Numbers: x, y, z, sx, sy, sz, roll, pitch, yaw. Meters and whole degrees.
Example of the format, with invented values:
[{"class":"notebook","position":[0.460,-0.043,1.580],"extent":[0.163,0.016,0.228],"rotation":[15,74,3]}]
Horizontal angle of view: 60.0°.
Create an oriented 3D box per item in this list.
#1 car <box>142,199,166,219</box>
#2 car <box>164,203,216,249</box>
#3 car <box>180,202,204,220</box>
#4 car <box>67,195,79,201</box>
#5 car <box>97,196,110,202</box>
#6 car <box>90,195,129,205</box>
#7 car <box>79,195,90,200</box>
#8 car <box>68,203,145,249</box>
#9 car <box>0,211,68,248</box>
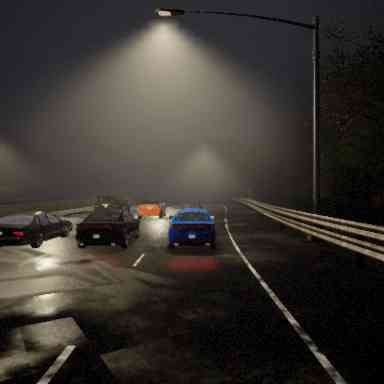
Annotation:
[{"class":"car","position":[-3.500,1.375,29.621],"extent":[2.097,1.767,4.553],"rotation":[0,0,0]},{"class":"car","position":[0.000,1.484,14.651],"extent":[1.882,1.535,5.008],"rotation":[0,0,0]},{"class":"car","position":[0.000,1.626,29.681],"extent":[1.895,1.301,4.718],"rotation":[0,0,0]},{"class":"car","position":[-28.000,1.558,78.868],"extent":[1.837,1.490,4.892],"rotation":[0,0,0]},{"class":"car","position":[-21.000,1.654,78.838],"extent":[1.895,1.301,4.718],"rotation":[0,0,0]},{"class":"car","position":[-7.000,1.267,29.682],"extent":[2.150,2.045,5.566],"rotation":[0,0,0]},{"class":"car","position":[-24.500,1.414,78.899],"extent":[2.097,1.767,4.553],"rotation":[0,0,0]},{"class":"car","position":[-3.500,1.485,14.651],"extent":[1.882,1.535,5.008],"rotation":[0,0,0]},{"class":"car","position":[-7.000,1.563,14.651],"extent":[2.033,1.411,5.357],"rotation":[0,0,0]}]
